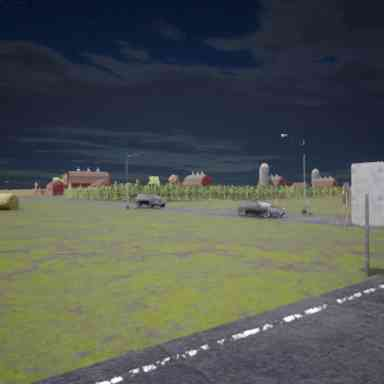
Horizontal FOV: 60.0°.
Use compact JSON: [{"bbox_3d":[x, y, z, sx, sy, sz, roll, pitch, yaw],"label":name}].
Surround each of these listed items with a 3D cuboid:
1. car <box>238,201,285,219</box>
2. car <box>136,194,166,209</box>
[{"bbox_3d":[6.099,1.529,29.850,1.812,1.442,4.674,-1,0,-37],"label":"car"},{"bbox_3d":[-5.790,1.255,46.244,2.150,2.045,5.566,-1,1,-35],"label":"car"}]
